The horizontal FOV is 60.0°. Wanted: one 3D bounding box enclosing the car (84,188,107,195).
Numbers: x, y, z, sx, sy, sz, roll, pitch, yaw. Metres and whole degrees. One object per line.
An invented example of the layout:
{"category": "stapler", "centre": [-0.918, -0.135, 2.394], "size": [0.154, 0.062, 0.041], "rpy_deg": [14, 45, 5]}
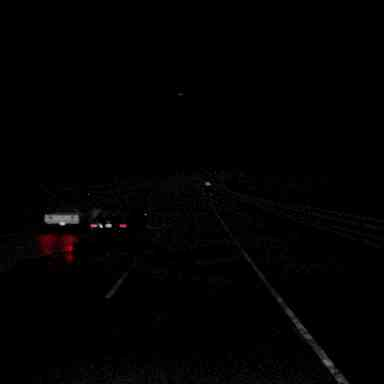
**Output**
{"category": "car", "centre": [-16.158, 0.171, 56.969], "size": [2.097, 1.767, 4.553], "rpy_deg": [0, 2, 3]}

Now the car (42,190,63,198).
{"category": "car", "centre": [-23.246, 0.436, 55.338], "size": [1.994, 1.385, 4.181], "rpy_deg": [0, 2, 3]}

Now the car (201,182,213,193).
{"category": "car", "centre": [3.659, -0.667, 75.427], "size": [2.097, 1.767, 4.553], "rpy_deg": [0, 3, 4]}

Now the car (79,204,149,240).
{"category": "car", "centre": [-3.290, 1.349, 15.711], "size": [2.033, 1.411, 5.357], "rpy_deg": [0, 1, 1]}

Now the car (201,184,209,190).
{"category": "car", "centre": [3.700, -1.451, 93.392], "size": [1.895, 1.301, 4.718], "rpy_deg": [0, 3, 5]}

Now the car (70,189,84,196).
{"category": "car", "centre": [-19.597, 0.260, 58.239], "size": [1.837, 1.490, 4.892], "rpy_deg": [0, 2, 3]}

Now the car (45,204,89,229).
{"category": "car", "centre": [-6.730, 1.340, 19.571], "size": [1.895, 1.301, 4.718], "rpy_deg": [0, 1, 1]}
